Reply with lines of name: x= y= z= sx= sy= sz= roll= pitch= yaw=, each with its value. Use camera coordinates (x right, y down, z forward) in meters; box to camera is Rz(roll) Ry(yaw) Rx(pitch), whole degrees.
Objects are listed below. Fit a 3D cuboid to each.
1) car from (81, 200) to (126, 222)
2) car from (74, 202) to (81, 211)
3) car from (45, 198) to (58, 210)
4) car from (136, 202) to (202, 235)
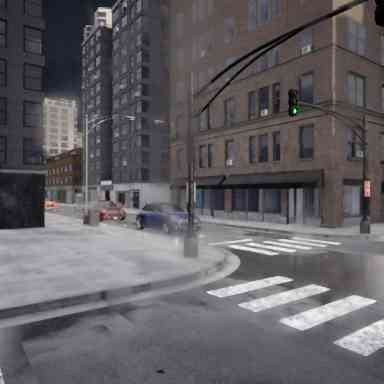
car: x=-7.219 y=1.468 z=27.592 sx=2.097 sy=1.767 sz=4.553 roll=0 pitch=-1 yaw=-35
car: x=-13.001 y=1.778 z=40.752 sx=1.895 sy=1.301 sz=4.718 roll=0 pitch=0 yaw=-36
car: x=-19.928 y=1.557 z=45.499 sx=2.097 sy=1.767 sz=4.553 roll=0 pitch=0 yaw=-35
car: x=-1.447 y=1.420 z=19.504 sx=2.097 sy=1.767 sz=4.553 roll=0 pitch=0 yaw=-38
